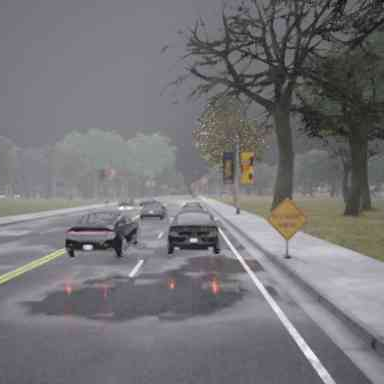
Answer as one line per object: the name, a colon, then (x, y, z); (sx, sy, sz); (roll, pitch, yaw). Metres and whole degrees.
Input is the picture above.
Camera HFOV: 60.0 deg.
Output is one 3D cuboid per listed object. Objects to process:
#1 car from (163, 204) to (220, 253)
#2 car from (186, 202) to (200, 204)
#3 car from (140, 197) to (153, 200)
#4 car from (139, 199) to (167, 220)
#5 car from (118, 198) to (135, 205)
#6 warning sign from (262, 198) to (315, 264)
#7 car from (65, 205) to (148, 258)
car: (0.071, 1.467, 13.654); (1.882, 1.535, 5.008); (0, 0, 0)
car: (0.064, 1.548, 28.253); (1.994, 1.385, 4.181); (0, 0, 0)
car: (-6.601, 1.453, 49.281); (1.882, 1.535, 5.008); (0, 0, 0)
car: (-3.187, 1.547, 28.204); (1.994, 1.385, 4.181); (0, 0, 0)
car: (-9.845, 1.538, 50.523); (1.994, 1.385, 4.181); (0, 0, 0)
warning sign: (2.847, 1.107, 9.952); (1.300, 1.860, 1.060); (0, 0, 0)
car: (-3.183, 1.482, 12.651); (2.128, 1.511, 4.902); (0, 0, 0)
